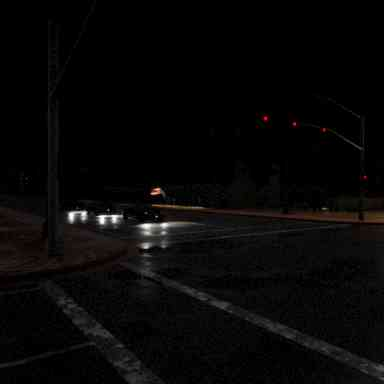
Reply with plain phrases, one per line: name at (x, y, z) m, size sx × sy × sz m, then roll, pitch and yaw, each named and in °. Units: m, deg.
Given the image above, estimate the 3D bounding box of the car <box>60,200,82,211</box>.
car at (-15.029, 1.601, 41.763) m, size 1.895 × 1.301 × 4.718 m, roll 0°, pitch 0°, yaw -35°

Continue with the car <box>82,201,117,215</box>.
car at (-9.185, 1.564, 33.559) m, size 1.994 × 1.385 × 4.181 m, roll 0°, pitch 0°, yaw -35°

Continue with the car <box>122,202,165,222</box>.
car at (-3.950, 1.526, 26.246) m, size 1.812 × 1.442 × 4.674 m, roll 0°, pitch 0°, yaw -36°
